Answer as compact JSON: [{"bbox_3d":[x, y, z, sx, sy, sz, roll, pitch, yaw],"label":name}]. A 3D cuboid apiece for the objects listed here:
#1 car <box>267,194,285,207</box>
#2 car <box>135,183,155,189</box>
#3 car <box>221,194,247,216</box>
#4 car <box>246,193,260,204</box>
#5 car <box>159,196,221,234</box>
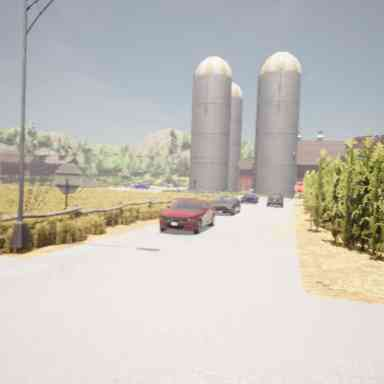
[{"bbox_3d":[9.707,0.946,38.537,2.033,1.411,5.357,3,2,16],"label":"car"},{"bbox_3d":[-13.353,-1.680,90.978,4.611,1.667,2.242,3,2,16],"label":"car"},{"bbox_3d":[2.851,1.025,26.985,2.033,1.411,5.357,3,2,17],"label":"car"},{"bbox_3d":[7.427,0.817,42.108,1.895,1.301,4.718,3,2,16],"label":"car"},{"bbox_3d":[-0.087,1.096,16.980,1.882,1.535,5.008,3,1,16],"label":"car"}]
